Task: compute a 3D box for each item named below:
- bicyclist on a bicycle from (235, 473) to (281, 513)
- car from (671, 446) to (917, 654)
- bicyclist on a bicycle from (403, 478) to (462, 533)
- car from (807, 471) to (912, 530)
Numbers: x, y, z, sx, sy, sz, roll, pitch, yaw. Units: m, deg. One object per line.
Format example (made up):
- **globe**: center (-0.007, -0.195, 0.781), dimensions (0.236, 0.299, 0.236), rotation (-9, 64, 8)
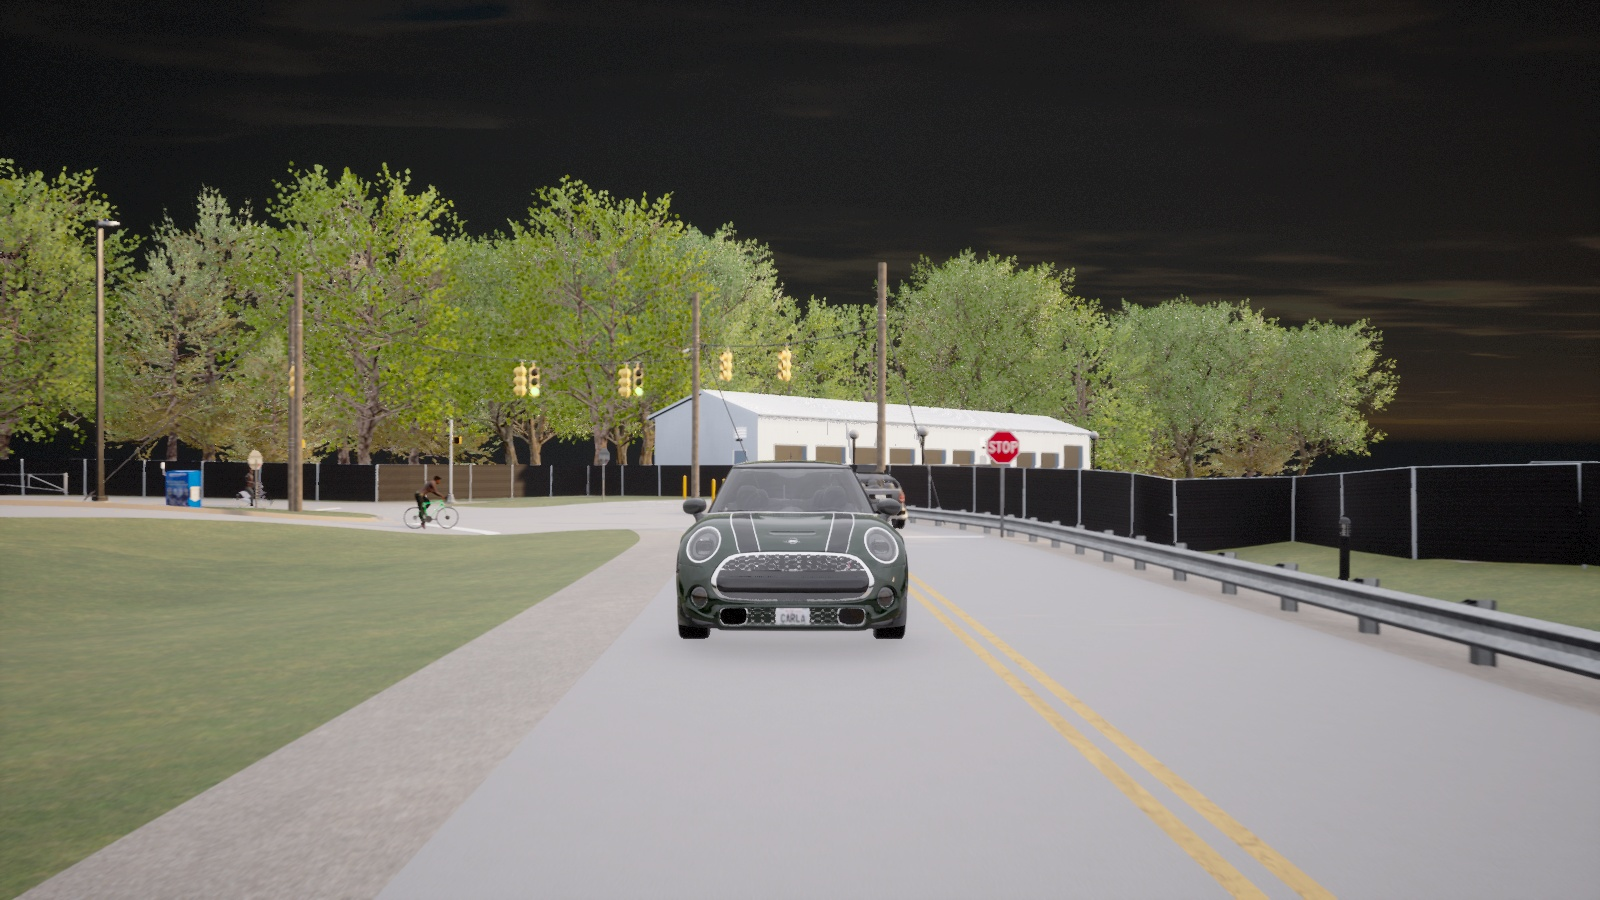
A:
- **bicyclist on a bicycle**: center (-24.563, 1.945, 56.887), dimensions (1.843, 1.776, 0.659), rotation (0, 1, 12)
- **car**: center (-0.080, 0.887, 13.009), dimensions (2.097, 1.767, 4.553), rotation (0, -1, -1)
- **bicyclist on a bicycle**: center (-11.229, 1.690, 38.376), dimensions (1.656, 1.620, 0.582), rotation (1, 1, -26)
- **car**: center (1.593, 1.371, 35.036), dimensions (1.789, 1.549, 3.705), rotation (0, -1, -17)
